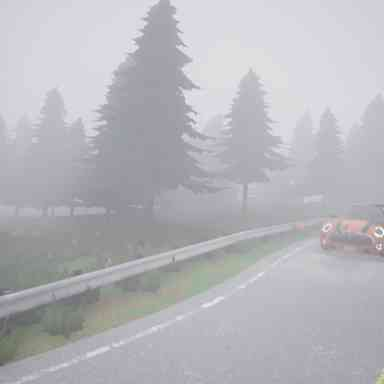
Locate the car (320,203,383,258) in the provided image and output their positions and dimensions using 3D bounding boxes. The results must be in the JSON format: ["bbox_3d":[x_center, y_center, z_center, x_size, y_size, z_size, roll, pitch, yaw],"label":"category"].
[{"bbox_3d":[6.403,1.227,12.378,2.097,1.767,4.553,2,1,38],"label":"car"}]
